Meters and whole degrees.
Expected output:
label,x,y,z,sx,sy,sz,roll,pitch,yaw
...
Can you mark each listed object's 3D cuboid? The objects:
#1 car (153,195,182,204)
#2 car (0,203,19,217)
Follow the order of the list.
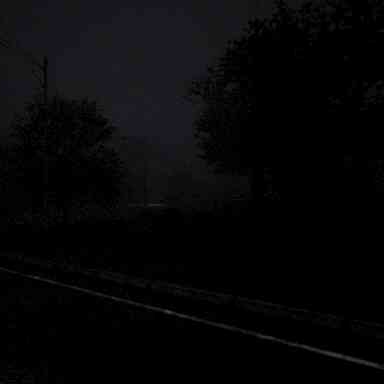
label,x,y,z,sx,sy,sz,roll,pitch,yaw
car,-3.967,1.160,54.444,2.033,1.411,5.357,-1,2,39
car,-20.428,1.924,33.995,1.882,1.535,5.008,-1,1,39
